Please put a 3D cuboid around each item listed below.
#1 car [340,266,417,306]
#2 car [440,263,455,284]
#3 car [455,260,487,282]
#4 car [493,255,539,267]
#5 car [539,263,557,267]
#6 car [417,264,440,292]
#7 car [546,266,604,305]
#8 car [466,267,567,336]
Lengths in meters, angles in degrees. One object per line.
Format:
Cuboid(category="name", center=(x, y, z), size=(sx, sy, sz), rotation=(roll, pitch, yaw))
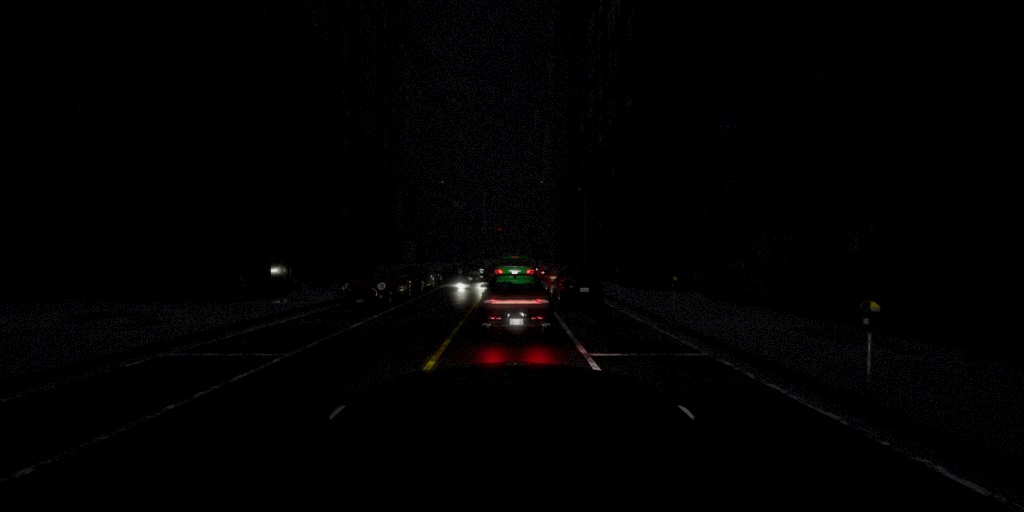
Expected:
Cuboid(category="car", center=(-5.774, 1.188, 15.610), size=(1.967, 1.591, 4.097), rotation=(0, 0, 0))
Cuboid(category="car", center=(-5.781, 1.299, 26.621), size=(2.007, 1.370, 4.403), rotation=(0, 0, 0))
Cuboid(category="car", center=(-3.031, 1.099, 28.498), size=(2.097, 1.767, 4.553), rotation=(0, 0, 0))
Cuboid(category="car", center=(0.089, 0.969, 20.266), size=(2.150, 2.045, 5.566), rotation=(0, 0, -1))
Cuboid(category="car", center=(2.748, 1.293, 21.121), size=(1.888, 1.381, 4.507), rotation=(0, 0, 0))
Cuboid(category="car", center=(-5.778, 1.314, 21.116), size=(1.948, 1.339, 4.313), rotation=(0, 0, 0))
Cuboid(category="car", center=(2.752, 1.314, 15.616), size=(1.948, 1.339, 4.313), rotation=(0, 0, 0))
Cuboid(category="car", center=(0.095, 1.240, 10.347), size=(2.128, 1.511, 4.902), rotation=(0, 0, 0))
